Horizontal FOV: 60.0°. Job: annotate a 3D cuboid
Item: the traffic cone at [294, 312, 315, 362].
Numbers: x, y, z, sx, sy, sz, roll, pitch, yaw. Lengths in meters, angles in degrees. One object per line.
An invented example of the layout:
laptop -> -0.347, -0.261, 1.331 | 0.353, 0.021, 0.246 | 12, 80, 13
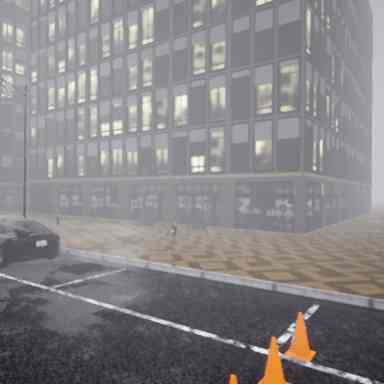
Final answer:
traffic cone -> 1.521, 1.991, 4.689 | 0.340, 0.580, 0.340 | 0, 0, 35

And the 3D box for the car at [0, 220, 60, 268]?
car -> -6.273, 1.603, 11.321 | 4.313, 1.339, 1.947 | 0, 0, 35

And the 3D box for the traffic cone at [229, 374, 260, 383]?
traffic cone -> 0.374, 1.977, 3.051 | 0.340, 0.580, 0.340 | 0, 0, 35

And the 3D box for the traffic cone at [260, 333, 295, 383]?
traffic cone -> 0.948, 1.984, 3.870 | 0.340, 0.580, 0.340 | 0, 0, 35
